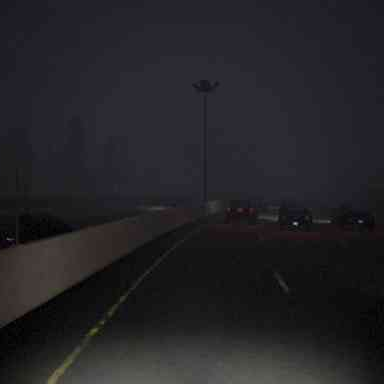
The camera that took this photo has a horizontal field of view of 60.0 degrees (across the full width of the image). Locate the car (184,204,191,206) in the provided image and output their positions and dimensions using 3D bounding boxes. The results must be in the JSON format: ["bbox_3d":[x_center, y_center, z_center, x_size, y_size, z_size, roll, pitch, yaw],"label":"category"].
[{"bbox_3d":[-1.335,1.262,47.112,2.128,1.511,4.902,0,0,15],"label":"car"}]

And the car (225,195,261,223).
[{"bbox_3d":[3.795,1.246,24.750,2.097,1.767,4.553,0,0,14],"label":"car"}]

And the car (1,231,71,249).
[{"bbox_3d":[-6.089,1.485,12.129,1.994,1.385,4.181,0,0,8],"label":"car"}]

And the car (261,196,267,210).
[{"bbox_3d":[8.044,1.183,40.867,2.097,1.767,4.553,0,0,15],"label":"car"}]

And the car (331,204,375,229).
[{"bbox_3d":[10.000,1.458,20.897,1.812,1.442,4.674,0,0,13],"label":"car"}]

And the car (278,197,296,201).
[{"bbox_3d":[11.058,1.329,38.609,1.882,1.535,5.008,0,0,15],"label":"car"}]

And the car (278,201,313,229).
[{"bbox_3d":[6.468,1.520,21.266,1.895,1.301,4.718,0,0,13],"label":"car"}]
